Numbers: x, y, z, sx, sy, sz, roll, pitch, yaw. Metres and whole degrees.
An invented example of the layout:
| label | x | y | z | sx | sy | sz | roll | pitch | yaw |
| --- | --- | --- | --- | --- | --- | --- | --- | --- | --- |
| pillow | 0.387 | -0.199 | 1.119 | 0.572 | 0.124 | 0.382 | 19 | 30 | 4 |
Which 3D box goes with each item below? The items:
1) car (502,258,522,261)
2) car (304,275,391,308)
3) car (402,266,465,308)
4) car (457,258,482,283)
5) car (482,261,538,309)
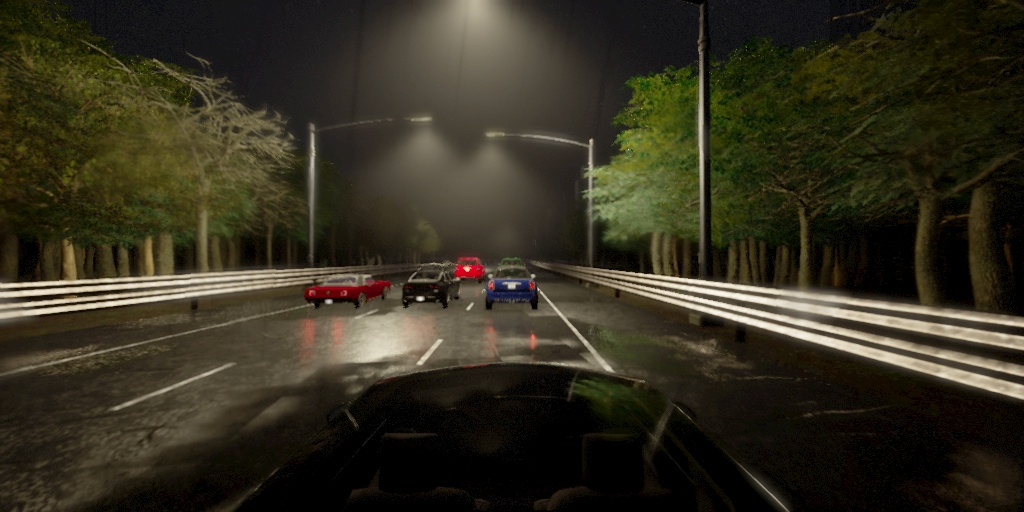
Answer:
| label | x | y | z | sx | sy | sz | roll | pitch | yaw |
| --- | --- | --- | --- | --- | --- | --- | --- | --- | --- |
| car | -0.014 | 1.219 | 30.867 | 2.150 | 2.045 | 5.566 | 0 | 0 | 0 |
| car | -7.005 | 1.478 | 15.947 | 1.895 | 1.301 | 4.718 | 0 | 0 | 0 |
| car | -3.503 | 1.387 | 16.146 | 1.837 | 1.490 | 4.892 | 0 | 0 | 0 |
| car | -3.515 | 1.219 | 30.869 | 2.150 | 2.045 | 5.566 | 0 | 0 | 0 |
| car | -0.005 | 1.228 | 15.921 | 2.097 | 1.767 | 4.553 | 0 | -1 | 0 |
